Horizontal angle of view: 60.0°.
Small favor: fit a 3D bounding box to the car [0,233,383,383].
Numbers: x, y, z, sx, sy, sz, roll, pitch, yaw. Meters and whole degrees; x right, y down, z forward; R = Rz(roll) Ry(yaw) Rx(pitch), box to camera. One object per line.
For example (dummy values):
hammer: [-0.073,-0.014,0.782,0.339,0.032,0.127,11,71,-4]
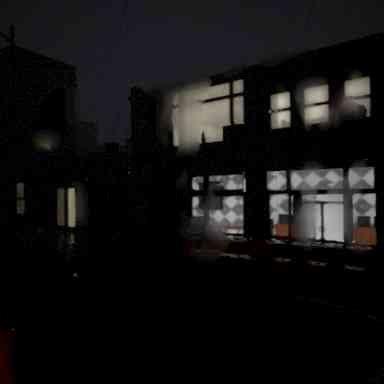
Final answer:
car: [-0.132,1.320,2.979,5.009,1.841,2.192,0,-1,35]
